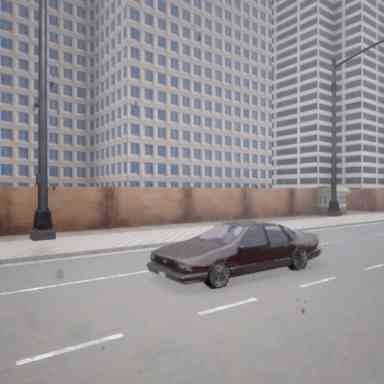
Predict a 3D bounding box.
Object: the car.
[{"bbox_3d":[1.459,1.547,9.357,5.357,1.411,2.033,0,0,-36],"label":"car"}]
